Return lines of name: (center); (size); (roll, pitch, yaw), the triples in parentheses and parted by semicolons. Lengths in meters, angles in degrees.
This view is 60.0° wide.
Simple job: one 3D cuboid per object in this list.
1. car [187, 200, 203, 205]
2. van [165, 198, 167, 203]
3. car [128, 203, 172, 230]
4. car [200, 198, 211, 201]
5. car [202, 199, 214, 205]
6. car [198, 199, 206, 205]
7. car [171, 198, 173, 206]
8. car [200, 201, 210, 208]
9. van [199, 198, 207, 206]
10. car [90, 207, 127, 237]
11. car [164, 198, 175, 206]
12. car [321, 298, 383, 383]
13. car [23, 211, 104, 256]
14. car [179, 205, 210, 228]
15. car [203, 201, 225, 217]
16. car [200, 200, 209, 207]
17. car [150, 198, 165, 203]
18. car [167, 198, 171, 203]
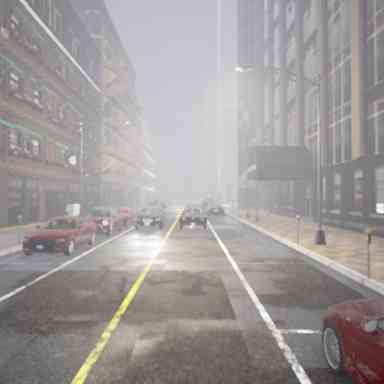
car: (0.064, 2.073, 41.907); (1.895, 1.301, 4.718); (0, -1, 0)
van: (-5.353, 1.945, 52.625); (1.690, 1.788, 3.998); (0, -1, 0)
car: (-2.784, 1.748, 23.270); (2.128, 1.511, 4.902); (0, -1, 0)
car: (2.527, 1.919, 52.639); (2.192, 1.841, 5.009); (0, -1, 0)
car: (2.535, 1.996, 41.736); (1.752, 1.417, 4.829); (0, -1, 0)
car: (2.501, 2.485, 80.483); (1.752, 1.417, 4.829); (0, -1, 0)
car: (-5.364, 2.292, 63.694); (2.008, 1.369, 4.403); (0, -1, 0)
car: (2.516, 2.323, 63.708); (1.802, 1.307, 4.206); (0, -1, 0)
van: (2.507, 2.225, 74.779); (1.690, 1.788, 3.998); (0, -1, 0)
car: (-5.324, 1.652, 19.410); (1.967, 1.590, 4.097); (1, -1, 0)
car: (-5.377, 2.273, 80.303); (2.192, 1.841, 5.009); (0, -1, 0)
car: (2.569, 1.613, 2.818); (1.802, 1.307, 4.206); (0, -1, 0)
car: (-5.320, 1.695, 13.873); (1.887, 1.381, 4.507); (1, -1, 0)
car: (0.080, 1.869, 24.445); (1.895, 1.301, 4.718); (0, -1, 0)
car: (2.540, 1.968, 36.030); (1.947, 1.339, 4.313); (0, -1, 0)
car: (2.511, 2.339, 69.414); (1.752, 1.417, 4.829); (0, -1, 0)
car: (-5.349, 1.976, 47.087); (1.967, 1.590, 4.097); (0, -1, 0)
car: (-5.358, 1.987, 58.161); (2.192, 1.841, 5.009); (0, -1, 0)
